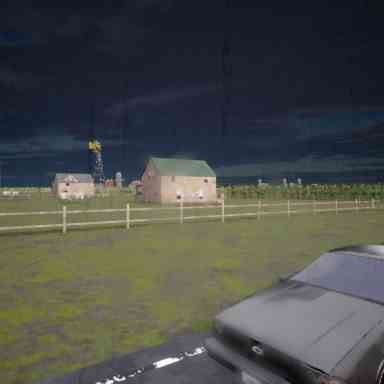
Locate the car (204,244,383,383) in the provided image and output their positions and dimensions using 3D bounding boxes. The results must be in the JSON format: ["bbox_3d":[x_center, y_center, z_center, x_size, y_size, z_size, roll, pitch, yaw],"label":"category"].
[{"bbox_3d":[2.777,1.548,4.935,5.357,1.411,2.033,0,0,-36],"label":"car"}]
